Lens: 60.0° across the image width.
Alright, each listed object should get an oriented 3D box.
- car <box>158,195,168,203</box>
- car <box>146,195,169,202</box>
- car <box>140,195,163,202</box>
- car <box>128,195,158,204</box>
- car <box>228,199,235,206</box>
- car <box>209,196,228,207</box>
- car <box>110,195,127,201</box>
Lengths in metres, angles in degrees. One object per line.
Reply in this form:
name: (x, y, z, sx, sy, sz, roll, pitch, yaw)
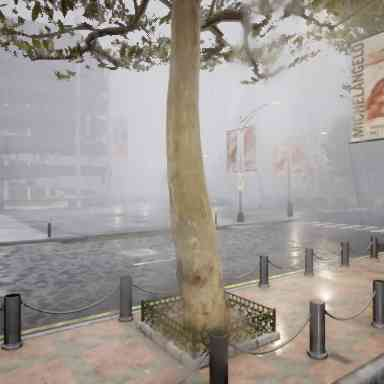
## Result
car: (-7.698, 1.548, 68.932, 5.357, 1.411, 2.033, 0, 0, 37)
car: (-7.966, 1.525, 77.300, 4.902, 1.511, 2.128, 0, 0, 26)
car: (-8.987, 1.478, 73.888, 5.008, 1.535, 1.882, 0, 0, 30)
car: (-9.745, 1.477, 65.856, 5.008, 1.535, 1.882, 0, 0, 35)
car: (4.955, 1.506, 54.831, 1.837, 1.490, 4.892, 0, 0, -36)
car: (2.733, 1.547, 52.002, 2.033, 1.411, 5.357, 0, 0, -36)
car: (-18.523, 1.427, 77.742, 5.008, 1.535, 1.882, 0, 0, 12)
